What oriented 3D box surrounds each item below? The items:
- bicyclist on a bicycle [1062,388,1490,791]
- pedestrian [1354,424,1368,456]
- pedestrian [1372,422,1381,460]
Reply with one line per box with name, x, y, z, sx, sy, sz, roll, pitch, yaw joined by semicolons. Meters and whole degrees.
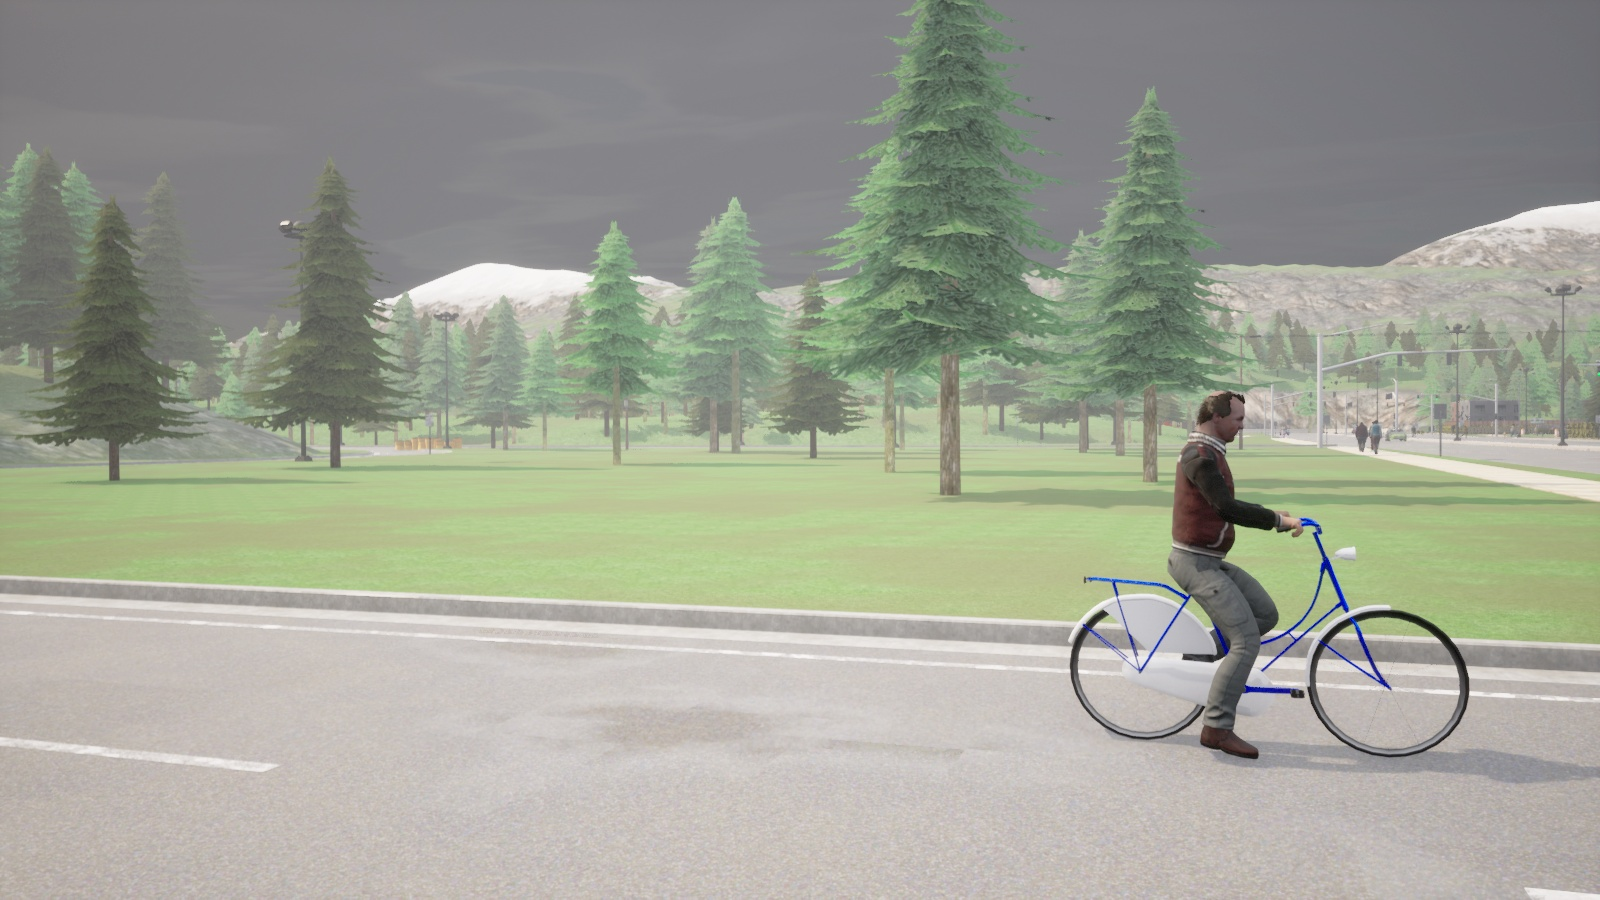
bicyclist on a bicycle;2.257;0.608;6.125;1.843;1.776;0.659;0;1;19
pedestrian;31.898;-0.564;71.351;0.634;1.844;0.899;0;1;19
pedestrian;30.007;-0.475;65.354;0.396;1.930;0.692;1;1;22
